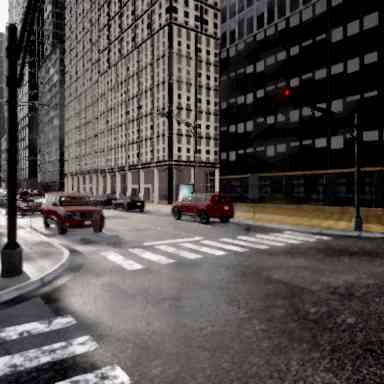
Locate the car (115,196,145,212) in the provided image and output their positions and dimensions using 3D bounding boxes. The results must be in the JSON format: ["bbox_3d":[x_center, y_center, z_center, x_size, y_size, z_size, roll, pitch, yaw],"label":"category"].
[{"bbox_3d":[-5.873,1.047,30.746,1.947,1.339,4.313,1,0,-36],"label":"car"}]

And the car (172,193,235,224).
[{"bbox_3d":[0.655,1.003,21.770,2.192,1.841,5.009,1,0,-36],"label":"car"}]

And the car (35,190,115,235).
[{"bbox_3d":[-6.088,1.000,16.795,2.192,1.841,5.009,1,0,-36],"label":"car"}]

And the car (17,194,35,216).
[{"bbox_3d":[-12.615,1.060,25.769,1.802,1.307,4.206,1,0,-36],"label":"car"}]

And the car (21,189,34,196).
[{"bbox_3d":[-35.218,0.077,71.135,1.887,1.381,4.507,1,0,-36],"label":"car"}]

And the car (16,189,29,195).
[{"bbox_3d":[-38.479,-0.030,75.623,1.887,1.381,4.507,1,0,-36],"label":"car"}]

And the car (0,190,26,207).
[{"bbox_3d":[-19.135,0.820,34.742,2.008,1.369,4.403,1,0,-36],"label":"car"}]

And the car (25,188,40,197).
[{"bbox_3d":[-31.955,0.079,66.647,1.967,1.590,4.097,1,0,-36],"label":"car"}]

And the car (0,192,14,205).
[{"bbox_3d":[-22.395,0.746,39.229,1.802,1.307,4.206,1,0,-36],"label":"car"}]

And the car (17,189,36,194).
[{"bbox_3d":[-22.118,0.631,43.341,1.812,1.442,4.674,0,1,-35],"label":"car"}]

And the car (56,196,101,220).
[{"bbox_3d":[-8.475,1.070,24.484,1.812,1.442,4.674,0,1,-36],"label":"car"}]

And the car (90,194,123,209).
[{"bbox_3d":[-9.134,0.943,35.234,1.947,1.339,4.313,1,0,-36],"label":"car"}]
